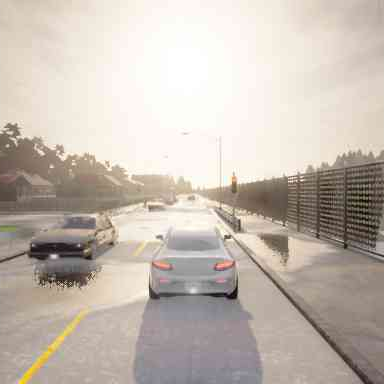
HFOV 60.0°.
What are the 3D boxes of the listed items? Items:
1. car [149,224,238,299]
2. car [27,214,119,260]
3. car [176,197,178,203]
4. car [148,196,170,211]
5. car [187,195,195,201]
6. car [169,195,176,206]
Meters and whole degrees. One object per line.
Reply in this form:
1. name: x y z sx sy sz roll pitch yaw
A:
1. car: 0.036 1.526 8.307 1.812 1.442 4.674 0 0 0
2. car: -4.127 1.547 12.616 2.033 1.411 5.357 0 0 0
3. car: -4.156 1.355 70.716 2.097 1.767 4.553 0 0 0
4. car: -4.188 1.547 40.519 2.033 1.411 5.357 0 0 0
5. car: -0.196 1.478 86.430 1.882 1.535 5.008 0 0 0
6. car: -4.211 1.477 55.489 1.882 1.535 5.008 0 0 0
